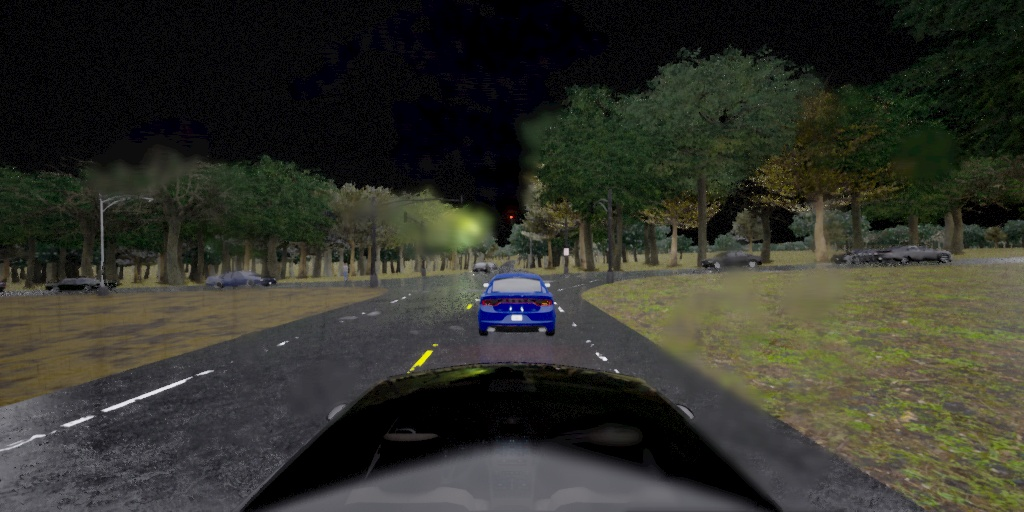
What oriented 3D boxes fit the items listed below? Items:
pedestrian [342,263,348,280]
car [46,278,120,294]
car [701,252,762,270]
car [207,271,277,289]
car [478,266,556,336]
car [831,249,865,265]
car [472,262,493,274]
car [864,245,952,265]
[{"bbox_3d":[-17.865,1.677,38.444,0.375,1.860,0.375,0,1,3],"label":"pedestrian"},{"bbox_3d":[-37.918,2.586,31.763,4.718,1.301,1.895,-2,-1,3],"label":"car"},{"bbox_3d":[20.043,0.402,32.884,5.008,1.535,1.882,-2,-1,2],"label":"car"},{"bbox_3d":[-23.429,2.045,31.117,5.357,1.411,2.033,-2,-1,6],"label":"car"},{"bbox_3d":[0.140,1.232,10.486,1.882,1.535,5.008,0,0,1],"label":"car"},{"bbox_3d":[31.525,0.036,32.382,4.181,1.385,1.994,-2,-1,3],"label":"car"},{"bbox_3d":[-4.067,1.559,47.900,1.882,1.535,5.008,0,-1,3],"label":"car"},{"bbox_3d":[31.967,-0.092,28.660,4.902,1.511,2.128,-2,-1,2],"label":"car"}]
